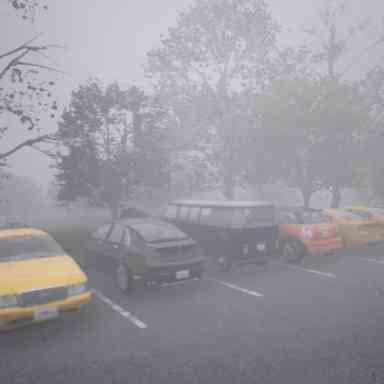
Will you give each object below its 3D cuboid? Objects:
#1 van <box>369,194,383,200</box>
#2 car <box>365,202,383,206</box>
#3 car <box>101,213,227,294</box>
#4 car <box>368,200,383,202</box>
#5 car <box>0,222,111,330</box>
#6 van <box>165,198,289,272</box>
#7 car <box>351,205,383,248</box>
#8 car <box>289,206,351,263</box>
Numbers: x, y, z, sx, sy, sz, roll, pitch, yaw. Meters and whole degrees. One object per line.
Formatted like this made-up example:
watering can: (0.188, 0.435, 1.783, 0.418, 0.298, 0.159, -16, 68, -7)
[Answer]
van: (11.861, 1.132, 18.676, 1.878, 1.987, 4.442, 0, 0, -36)
car: (7.424, 1.390, 15.358, 2.097, 1.535, 5.008, 0, 0, -36)
car: (-1.593, 1.455, 8.918, 2.231, 1.521, 4.892, 0, 0, -36)
car: (9.679, 1.375, 16.968, 2.231, 1.521, 4.892, 0, 0, -36)
car: (-3.742, 1.469, 7.164, 1.946, 1.575, 5.366, -1, 0, -36)
van: (0.589, 1.212, 10.627, 1.878, 1.987, 4.442, 0, 0, -36)
car: (5.068, 1.407, 13.676, 2.097, 1.535, 5.008, 0, 0, -36)
car: (2.929, 1.297, 12.116, 2.185, 1.767, 4.553, 0, 0, -36)
